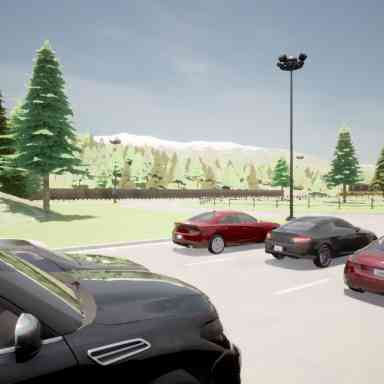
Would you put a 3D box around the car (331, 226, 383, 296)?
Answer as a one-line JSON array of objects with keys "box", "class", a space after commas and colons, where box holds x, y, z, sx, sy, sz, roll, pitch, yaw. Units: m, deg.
[{"box": [5.386, 1.564, 7.651, 4.181, 1.385, 1.994, 0, 0, -34], "class": "car"}]

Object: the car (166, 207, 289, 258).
[{"box": [1.566, 1.478, 13.517, 5.008, 1.535, 1.882, 0, 0, -35], "class": "car"}]

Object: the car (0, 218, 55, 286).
[{"box": [-6.009, 1.526, 8.056, 4.674, 1.442, 1.812, 0, 0, -35], "class": "car"}]

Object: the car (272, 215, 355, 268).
[{"box": [4.458, 1.526, 11.272, 4.674, 1.442, 1.812, 0, 0, -35], "class": "car"}]

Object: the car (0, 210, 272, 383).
[{"box": [-2.191, 1.221, 2.176, 5.566, 2.045, 2.150, 0, 0, -36], "class": "car"}]

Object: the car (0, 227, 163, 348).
[{"box": [-3.329, 1.547, 5.672, 5.357, 1.411, 2.033, 0, 0, -36], "class": "car"}]
